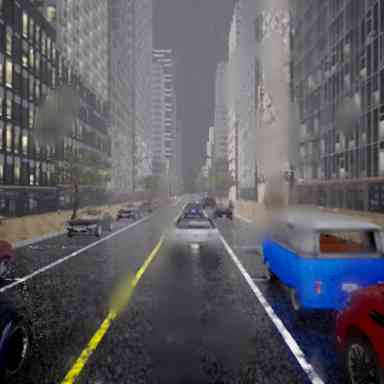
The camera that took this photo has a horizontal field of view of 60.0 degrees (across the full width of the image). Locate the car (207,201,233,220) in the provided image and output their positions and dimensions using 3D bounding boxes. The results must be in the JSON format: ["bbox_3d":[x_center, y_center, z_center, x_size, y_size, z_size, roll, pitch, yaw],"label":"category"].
[{"bbox_3d":[2.728,1.805,30.258,2.008,1.369,4.403,-1,0,0],"label":"car"}]

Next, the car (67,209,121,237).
[{"bbox_3d":[-5.671,1.710,18.904,2.008,1.369,4.403,-1,0,0],"label":"car"}]

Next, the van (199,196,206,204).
[{"bbox_3d":[2.812,2.064,87.094,1.690,1.788,3.998,-1,0,0],"label":"van"}]

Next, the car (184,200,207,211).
[{"bbox_3d":[0.151,1.827,33.290,2.033,1.411,5.357,0,0,0],"label":"car"}]

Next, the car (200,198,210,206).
[{"bbox_3d":[2.788,2.024,70.043,1.967,1.590,4.097,-1,0,0],"label":"car"}]

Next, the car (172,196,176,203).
[{"bbox_3d":[-5.575,2.227,81.422,2.008,1.369,4.403,-1,0,0],"label":"car"}]

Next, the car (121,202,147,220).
[{"bbox_3d":[-5.653,1.805,30.270,2.008,1.369,4.403,-1,0,0],"label":"car"}]

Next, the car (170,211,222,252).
[{"bbox_3d":[0.121,1.724,14.533,1.895,1.301,4.718,0,0,0],"label":"car"}]

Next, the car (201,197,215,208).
[{"bbox_3d":[2.769,1.805,58.678,2.192,1.841,5.009,-1,0,0],"label":"car"}]

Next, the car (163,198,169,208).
[{"bbox_3d":[-5.610,2.014,58.518,1.752,1.417,4.829,-1,0,0],"label":"car"}]

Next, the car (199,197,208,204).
[{"bbox_3d":[2.804,2.117,81.410,1.967,1.590,4.097,-1,0,0],"label":"car"}]

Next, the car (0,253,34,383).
[{"bbox_3d":[-3.097,1.588,2.720,1.994,1.385,4.181,0,0,0],"label":"car"}]

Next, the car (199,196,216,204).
[{"bbox_3d":[2.760,1.758,52.994,2.192,1.841,5.009,-1,0,0],"label":"car"}]

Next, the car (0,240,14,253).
[{"bbox_3d":[-5.688,1.646,7.537,1.802,1.307,4.206,-1,0,0],"label":"car"}]

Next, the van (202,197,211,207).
[{"bbox_3d":[2.778,1.878,64.361,1.690,1.788,3.998,-1,0,0],"label":"van"}]

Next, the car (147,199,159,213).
[{"bbox_3d":[-5.636,1.931,41.637,1.802,1.307,4.206,-1,0,0],"label":"car"}]

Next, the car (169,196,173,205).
[{"bbox_3d":[-5.592,2.150,70.055,1.947,1.339,4.313,-1,0,0],"label":"car"}]

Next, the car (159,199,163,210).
[{"bbox_3d":[-5.628,1.836,47.322,1.967,1.590,4.097,-1,0,0],"label":"car"}]

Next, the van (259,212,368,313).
[{"bbox_3d":[2.691,1.406,7.526,1.690,1.788,3.998,-1,0,0],"label":"van"}]

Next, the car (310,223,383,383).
[{"bbox_3d":[2.682,1.332,1.843,2.192,1.841,5.009,-1,0,0],"label":"car"}]
